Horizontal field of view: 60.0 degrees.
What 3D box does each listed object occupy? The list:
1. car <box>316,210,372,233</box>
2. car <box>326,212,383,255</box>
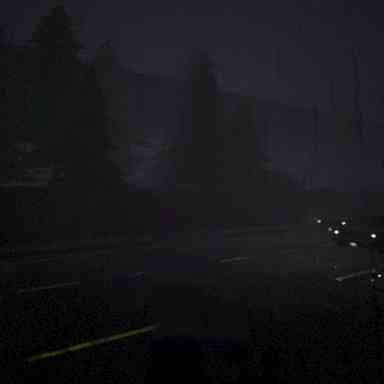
[{"bbox_3d":[9.242,1.721,19.152,4.718,1.301,1.895,0,0,-35],"label":"car"},{"bbox_3d":[7.940,1.695,13.941,4.718,1.301,1.895,0,0,-35],"label":"car"}]
